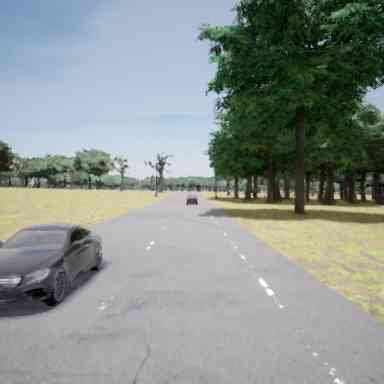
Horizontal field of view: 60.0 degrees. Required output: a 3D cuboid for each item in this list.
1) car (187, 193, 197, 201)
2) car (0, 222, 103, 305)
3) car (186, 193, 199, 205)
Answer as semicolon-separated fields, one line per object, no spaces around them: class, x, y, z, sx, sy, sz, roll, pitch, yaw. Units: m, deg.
car;0.037;0.971;68.489;2.128;1.511;4.902;0;1;0
car;-3.538;1.531;8.230;1.812;1.442;4.674;0;0;0
car;0.024;1.214;54.070;1.882;1.535;5.008;0;1;0
